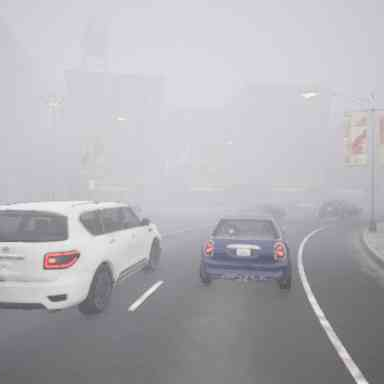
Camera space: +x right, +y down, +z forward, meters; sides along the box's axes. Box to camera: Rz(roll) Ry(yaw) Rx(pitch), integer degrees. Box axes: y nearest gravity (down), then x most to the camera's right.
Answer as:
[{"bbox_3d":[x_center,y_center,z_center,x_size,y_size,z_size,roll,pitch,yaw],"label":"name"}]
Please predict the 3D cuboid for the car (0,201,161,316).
[{"bbox_3d":[-2.387,1.215,7.772,2.150,2.045,5.566,0,0,10],"label":"car"}]

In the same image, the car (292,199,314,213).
[{"bbox_3d":[13.458,1.564,37.366,4.674,1.442,1.812,0,0,-29],"label":"car"}]

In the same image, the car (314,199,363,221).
[{"bbox_3d":[12.557,1.389,27.987,4.553,1.767,2.097,0,0,-43],"label":"car"}]

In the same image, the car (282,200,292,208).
[{"bbox_3d":[5.575,1.563,25.914,2.033,1.411,5.357,0,0,38],"label":"car"}]

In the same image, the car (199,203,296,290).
[{"bbox_3d":[1.620,1.355,9.405,2.097,1.767,4.553,0,0,13],"label":"car"}]

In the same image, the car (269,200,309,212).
[{"bbox_3d":[11.840,1.634,40.505,4.718,1.301,1.895,0,0,-29],"label":"car"}]
